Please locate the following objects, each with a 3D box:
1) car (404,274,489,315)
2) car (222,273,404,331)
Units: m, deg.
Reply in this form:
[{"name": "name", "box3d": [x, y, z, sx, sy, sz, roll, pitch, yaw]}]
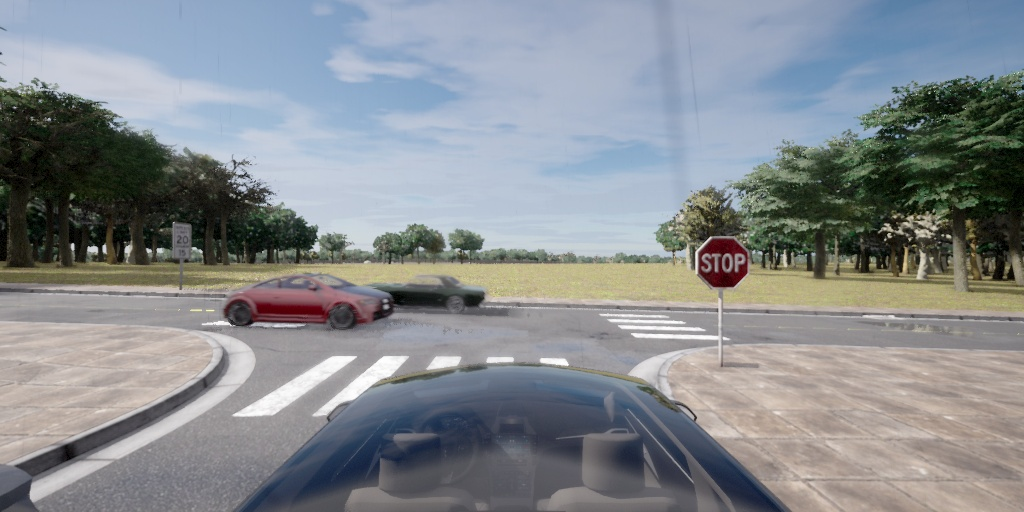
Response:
[{"name": "car", "box3d": [-3.244, 1.316, 13.005, 4.718, 1.301, 1.895, 2, -1, 0]}, {"name": "car", "box3d": [-5.523, 1.188, 10.064, 4.181, 1.385, 1.994, 2, 0, 0]}]
